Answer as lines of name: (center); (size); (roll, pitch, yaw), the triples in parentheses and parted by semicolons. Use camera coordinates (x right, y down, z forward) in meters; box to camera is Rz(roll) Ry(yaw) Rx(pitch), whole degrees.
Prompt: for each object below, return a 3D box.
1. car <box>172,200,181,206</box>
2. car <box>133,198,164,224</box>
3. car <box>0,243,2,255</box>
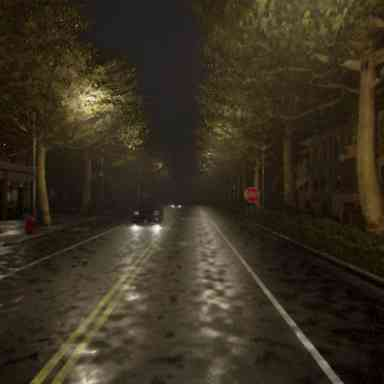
car: (-3.509, 2.417, 75.742); (1.895, 1.301, 4.718); (0, -1, 0)
car: (-3.522, 1.652, 27.618); (2.097, 1.767, 4.553); (0, -1, 0)
car: (-6.555, 1.309, 7.301); (2.435, 2.045, 5.566); (0, -1, 0)
